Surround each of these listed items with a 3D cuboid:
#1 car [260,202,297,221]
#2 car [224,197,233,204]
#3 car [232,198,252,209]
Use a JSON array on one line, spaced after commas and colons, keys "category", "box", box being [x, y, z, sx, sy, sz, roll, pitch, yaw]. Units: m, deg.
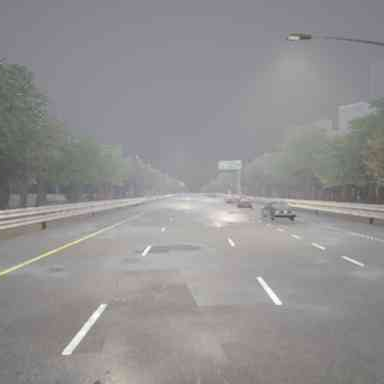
[{"category": "car", "box": [7.033, 1.567, 27.503, 2.033, 1.411, 5.357, 0, 0, 0]}, {"category": "car", "box": [7.204, 1.651, 64.233, 1.895, 1.301, 4.718, 0, 0, 0]}, {"category": "car", "box": [7.101, 1.569, 45.984, 1.812, 1.442, 4.674, 0, 0, 0]}]
